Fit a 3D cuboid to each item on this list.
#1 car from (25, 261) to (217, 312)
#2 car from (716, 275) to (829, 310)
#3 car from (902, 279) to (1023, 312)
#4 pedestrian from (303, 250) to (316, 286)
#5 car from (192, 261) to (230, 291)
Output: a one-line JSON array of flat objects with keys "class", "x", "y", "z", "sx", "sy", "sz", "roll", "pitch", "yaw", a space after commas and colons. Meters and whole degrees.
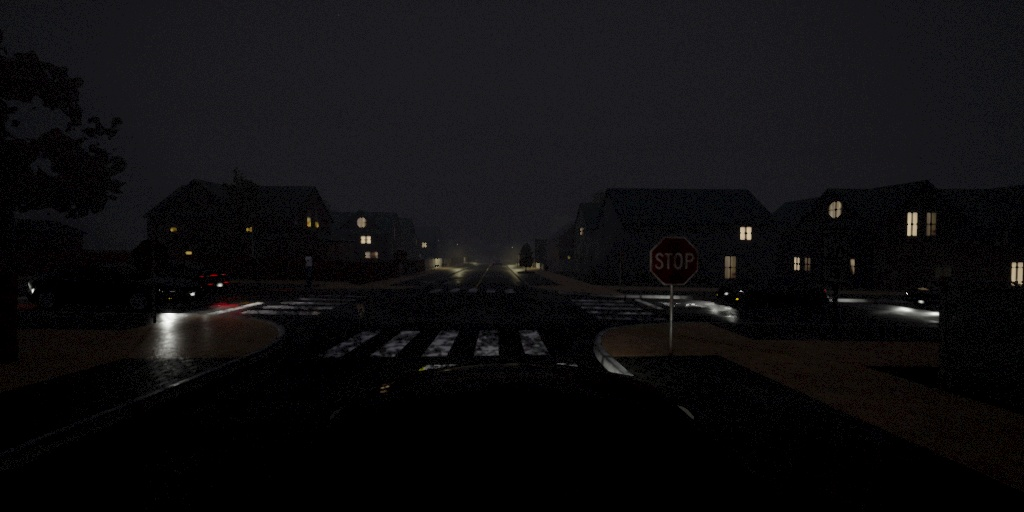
[{"class": "car", "x": -13.588, "y": 1.039, "z": 12.458, "sx": 4.892, "sy": 1.490, "sz": 1.837, "roll": 1, "pitch": 1, "yaw": -2}, {"class": "car", "x": 11.611, "y": 1.561, "z": 16.117, "sx": 4.181, "sy": 1.385, "sz": 1.994, "roll": 1, "pitch": 1, "yaw": -1}, {"class": "car", "x": 21.279, "y": 1.756, "z": 16.383, "sx": 5.357, "sy": 1.411, "sz": 2.033, "roll": 1, "pitch": 1, "yaw": -2}, {"class": "pedestrian", "x": -10.398, "y": 0.609, "z": 18.399, "sx": 0.375, "sy": 1.860, "sz": 0.375, "roll": 0, "pitch": 0, "yaw": -2}, {"class": "car", "x": -14.978, "y": 0.942, "z": 15.381, "sx": 4.892, "sy": 1.490, "sz": 1.837, "roll": 1, "pitch": 1, "yaw": -1}]
